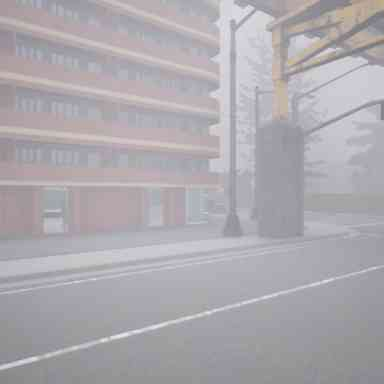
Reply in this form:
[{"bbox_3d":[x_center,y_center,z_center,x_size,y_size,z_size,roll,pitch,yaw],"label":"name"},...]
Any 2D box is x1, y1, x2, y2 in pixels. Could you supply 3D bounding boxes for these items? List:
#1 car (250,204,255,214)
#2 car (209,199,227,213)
[{"bbox_3d":[7.308,1.503,29.186,1.882,1.535,5.008,0,0,-35],"label":"car"},{"bbox_3d":[1.907,1.551,36.852,1.812,1.442,4.674,0,0,-35],"label":"car"}]
